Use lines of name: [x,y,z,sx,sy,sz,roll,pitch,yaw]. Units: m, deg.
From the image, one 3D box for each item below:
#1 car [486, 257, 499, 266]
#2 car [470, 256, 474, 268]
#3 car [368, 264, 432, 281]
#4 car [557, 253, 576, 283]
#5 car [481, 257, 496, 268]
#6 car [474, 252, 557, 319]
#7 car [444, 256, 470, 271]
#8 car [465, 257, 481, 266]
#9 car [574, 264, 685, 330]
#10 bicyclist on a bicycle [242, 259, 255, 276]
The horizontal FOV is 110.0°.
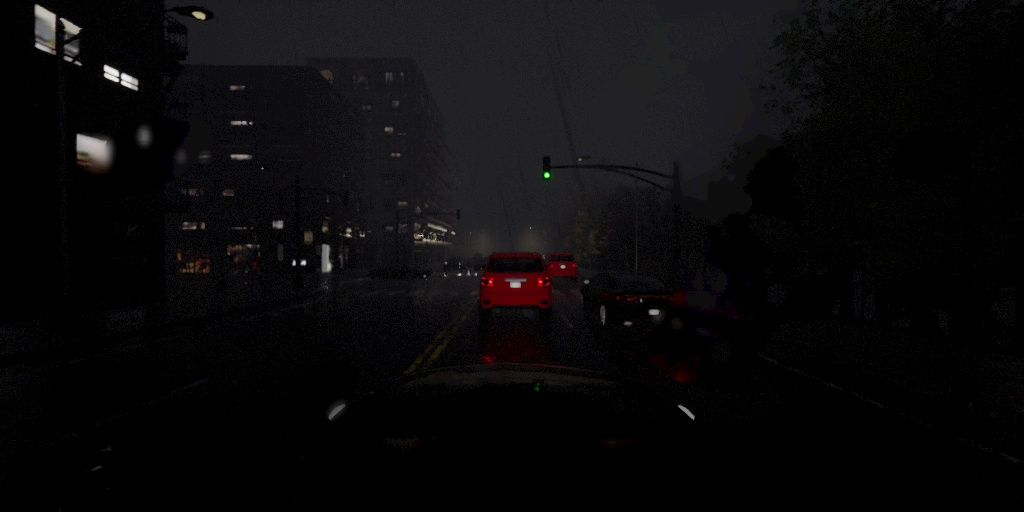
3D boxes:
car: [-3.257,0.901,60.437,1.994,1.385,4.181,0,0,0]
car: [-3.340,1.008,42.007,2.033,1.411,5.357,0,0,0]
car: [-8.725,1.249,27.854,4.718,1.301,1.895,-1,1,19]
car: [3.344,0.796,26.154,2.150,2.045,5.566,0,0,0]
car: [-3.321,0.901,51.543,1.837,1.490,4.892,0,0,0]
car: [0.100,0.889,12.602,2.150,2.045,5.566,0,0,0]
car: [-6.590,0.814,41.831,2.097,1.767,4.553,0,0,0]
car: [-6.504,0.884,60.477,2.033,1.411,5.357,0,0,0]
car: [3.350,1.160,10.906,1.882,1.535,5.008,0,0,0]
bicyclist on a bicycle: [-24.875,1.095,33.877,0.582,1.620,1.656,-1,1,-1]
